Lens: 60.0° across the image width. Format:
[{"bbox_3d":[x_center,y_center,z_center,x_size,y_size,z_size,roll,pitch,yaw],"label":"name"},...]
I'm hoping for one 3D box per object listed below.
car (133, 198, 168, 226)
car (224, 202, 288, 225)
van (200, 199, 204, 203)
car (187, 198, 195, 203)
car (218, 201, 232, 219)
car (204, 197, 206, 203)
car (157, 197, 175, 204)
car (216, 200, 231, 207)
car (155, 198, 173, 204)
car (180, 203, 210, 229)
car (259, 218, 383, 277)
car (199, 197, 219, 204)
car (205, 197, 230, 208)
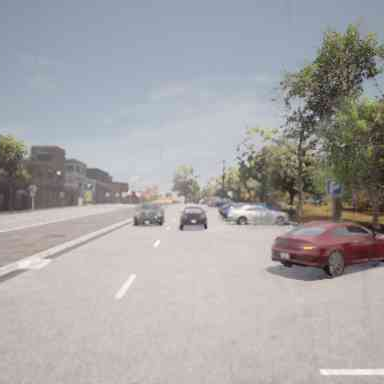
[{"bbox_3d":[-3.204,1.593,25.663,2.097,1.767,4.553,0,0,-1],"label":"car"},{"bbox_3d":[5.087,1.763,25.813,4.674,1.452,2.002,0,-1,0],"label":"car"},{"bbox_3d":[4.787,2.191,83.812,4.442,1.987,1.878,0,-2,0],"label":"van"},{"bbox_3d":[-0.229,2.351,88.384,1.882,1.535,5.008,0,-2,-1],"label":"car"},{"bbox_3d":[5.096,1.753,28.962,5.008,1.535,2.097,0,-1,0],"label":"car"},{"bbox_3d":[5.053,2.117,63.016,4.674,1.452,2.002,0,-1,0],"label":"car"},{"bbox_3d":[-7.554,2.425,84.348,5.366,1.575,1.946,0,-2,0],"label":"car"},{"bbox_3d":[5.085,1.785,32.236,4.892,1.521,2.231,0,-1,0],"label":"car"},{"bbox_3d":[-7.363,2.380,87.270,4.553,1.767,2.185,0,-2,-1],"label":"car"},{"bbox_3d":[0.104,1.749,23.704,1.812,1.442,4.674,0,-1,0],"label":"car"},{"bbox_3d":[4.575,1.617,10.470,4.674,1.442,1.812,0,-2,-31],"label":"car"},{"bbox_3d":[4.780,2.505,94.982,5.566,2.045,2.435,0,-2,-1],"label":"car"},{"bbox_3d":[5.125,1.920,59.848,4.553,1.767,2.185,0,-1,0],"label":"car"}]
